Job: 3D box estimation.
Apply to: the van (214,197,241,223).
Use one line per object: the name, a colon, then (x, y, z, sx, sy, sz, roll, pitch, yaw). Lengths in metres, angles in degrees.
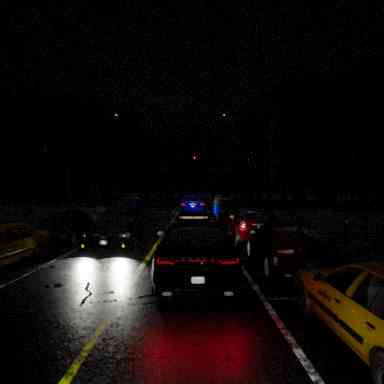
van: (2.747, 1.345, 26.162, 1.690, 1.788, 3.998, 0, 0, 0)

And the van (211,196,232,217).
van: (2.745, 1.346, 31.600, 1.690, 1.788, 3.998, 0, 0, 0)

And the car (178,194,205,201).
car: (0.009, 1.226, 29.438, 2.150, 2.045, 5.566, 0, 0, -2)

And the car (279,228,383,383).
car: (2.758, 1.525, 4.582, 1.752, 1.417, 4.829, 0, 0, 0)

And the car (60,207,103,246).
car: (-5.773, 1.567, 15.283, 1.947, 1.339, 4.313, 0, 0, 0)

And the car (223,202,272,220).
car: (2.752, 1.441, 15.287, 1.967, 1.590, 4.097, 0, 0, 0)

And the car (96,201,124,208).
car: (-5.775, 1.527, 20.551, 1.752, 1.417, 4.829, 0, 0, 0)

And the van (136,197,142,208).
van: (-5.781, 1.346, 31.596, 1.690, 1.788, 3.998, 0, 0, 0)

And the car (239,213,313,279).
car: (2.755, 1.545, 9.850, 1.887, 1.381, 4.507, 0, 0, 0)

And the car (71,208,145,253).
car: (-3.100, 1.565, 13.576, 1.994, 1.385, 4.181, 0, 0, 0)

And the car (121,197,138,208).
car: (-5.778, 1.443, 26.158, 1.967, 1.590, 4.097, 0, 0, 0)

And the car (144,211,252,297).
car: (0.090, 1.478, 8.627, 1.882, 1.535, 5.008, 0, 0, 0)

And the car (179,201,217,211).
car: (0.087, 1.493, 19.071, 2.128, 1.511, 4.902, 0, 0, 0)

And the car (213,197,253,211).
car: (2.750, 1.317, 20.725, 2.192, 1.841, 5.009, 0, 0, 0)

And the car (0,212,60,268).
car: (-5.770, 1.526, 9.676, 1.752, 1.417, 4.829, 0, 0, 0)
